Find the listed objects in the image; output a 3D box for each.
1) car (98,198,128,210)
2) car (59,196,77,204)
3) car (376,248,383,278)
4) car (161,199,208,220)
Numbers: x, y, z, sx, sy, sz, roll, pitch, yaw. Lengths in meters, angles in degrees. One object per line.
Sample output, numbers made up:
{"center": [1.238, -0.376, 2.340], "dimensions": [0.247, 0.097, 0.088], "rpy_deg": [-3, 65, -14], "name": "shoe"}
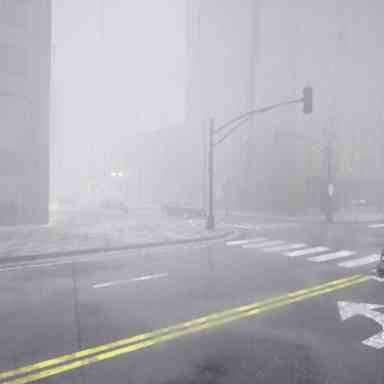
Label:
{"center": [-9.470, 1.389, 39.530], "dimensions": [2.033, 1.411, 5.357], "rpy_deg": [1, 0, -36], "name": "car"}
{"center": [-20.490, 1.392, 55.048], "dimensions": [1.895, 1.301, 4.718], "rpy_deg": [1, 0, -36], "name": "car"}
{"center": [6.609, 1.547, 8.815], "dimensions": [5.357, 1.411, 2.033], "rpy_deg": [0, 0, -44], "name": "car"}
{"center": [-0.670, 1.383, 27.270], "dimensions": [1.882, 1.535, 5.008], "rpy_deg": [1, 0, -36], "name": "car"}
